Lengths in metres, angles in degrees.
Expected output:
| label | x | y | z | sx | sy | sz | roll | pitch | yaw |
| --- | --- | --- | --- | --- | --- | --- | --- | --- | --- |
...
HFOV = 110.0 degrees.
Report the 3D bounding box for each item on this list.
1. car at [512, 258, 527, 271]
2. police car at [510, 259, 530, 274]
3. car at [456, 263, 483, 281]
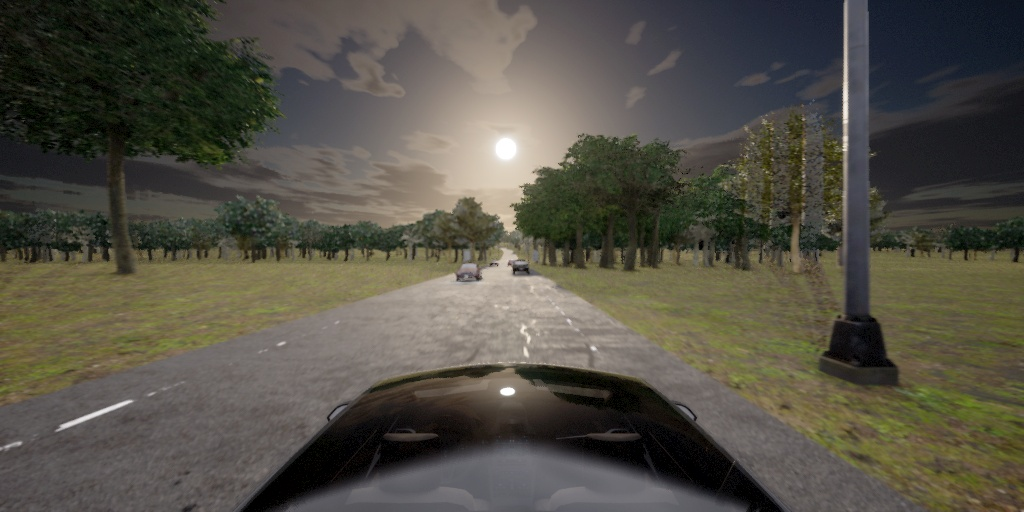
| label | x | y | z | sx | sy | sz | roll | pitch | yaw |
| --- | --- | --- | --- | --- | --- | --- | --- | --- | --- |
| car | 1.058 | 1.209 | 52.421 | 2.097 | 1.767 | 4.553 | 0 | 0 | 0 |
| police car | 1.057 | 1.245 | 42.556 | 1.930 | 1.638 | 5.238 | 0 | 0 | 0 |
| car | -3.576 | 1.308 | 30.538 | 1.812 | 1.442 | 4.674 | 0 | 0 | 0 |
